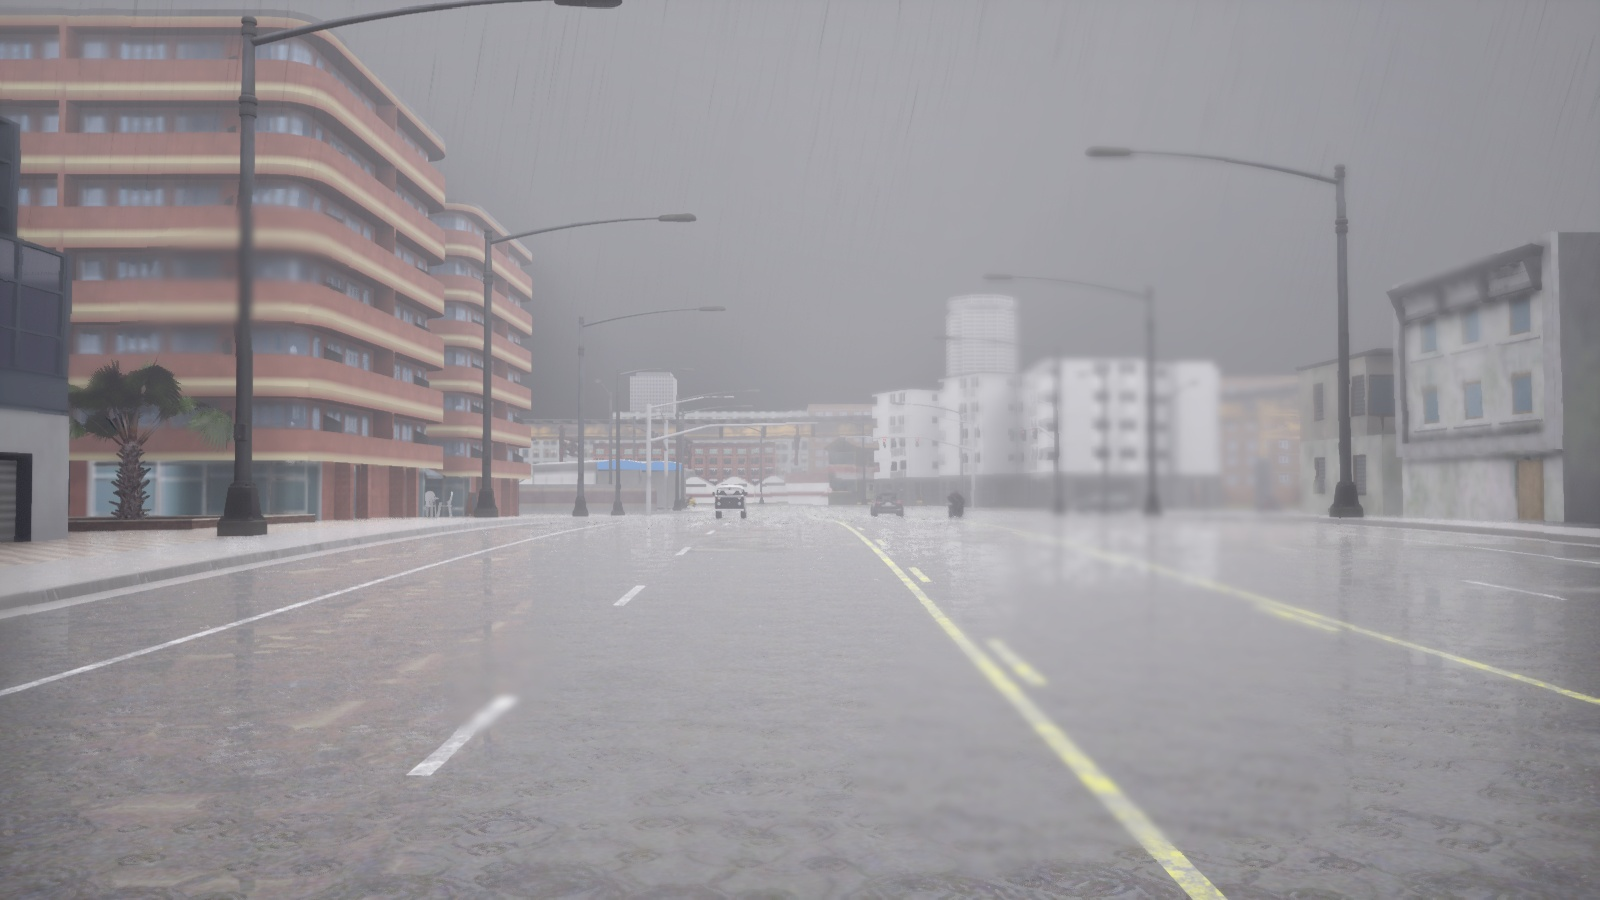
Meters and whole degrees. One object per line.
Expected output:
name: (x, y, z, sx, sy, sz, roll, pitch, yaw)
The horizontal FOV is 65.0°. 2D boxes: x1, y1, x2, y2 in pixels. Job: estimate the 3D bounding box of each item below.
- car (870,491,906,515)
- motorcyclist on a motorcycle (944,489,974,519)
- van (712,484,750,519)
car: (6.280, 3.795, 90.036, 2.242, 1.667, 4.611, -1, -2, 0)
motorcyclist on a motorcycle: (8.441, 2.875, 66.687, 0.866, 1.530, 2.191, -2, -3, 27)
van: (-4.132, 3.124, 75.507, 2.069, 2.038, 4.480, 0, -3, 0)
